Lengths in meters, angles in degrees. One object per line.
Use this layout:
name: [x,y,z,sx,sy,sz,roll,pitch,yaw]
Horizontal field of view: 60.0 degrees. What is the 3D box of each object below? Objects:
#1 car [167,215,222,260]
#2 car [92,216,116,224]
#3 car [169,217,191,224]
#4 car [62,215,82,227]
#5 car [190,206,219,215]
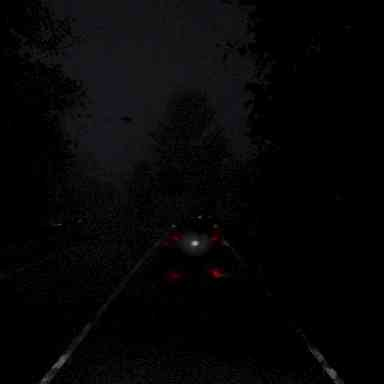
car: [0.106,1.782,13.265,1.994,1.385,4.181,0,-2,0]
car: [-16.860,5.441,64.105,1.882,1.535,5.008,-3,-4,35]
car: [-2.583,6.110,71.421,4.718,1.301,1.895,1,-5,-1]
car: [-16.484,3.958,45.468,1.837,1.490,4.892,1,-5,-33]
car: [1.111,2.352,29.496,2.150,2.045,5.566,-1,-5,9]
